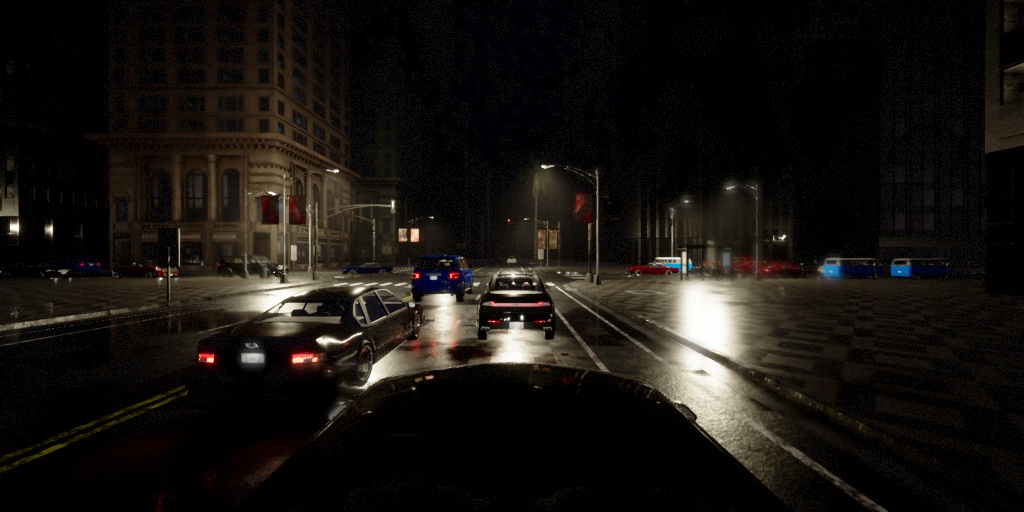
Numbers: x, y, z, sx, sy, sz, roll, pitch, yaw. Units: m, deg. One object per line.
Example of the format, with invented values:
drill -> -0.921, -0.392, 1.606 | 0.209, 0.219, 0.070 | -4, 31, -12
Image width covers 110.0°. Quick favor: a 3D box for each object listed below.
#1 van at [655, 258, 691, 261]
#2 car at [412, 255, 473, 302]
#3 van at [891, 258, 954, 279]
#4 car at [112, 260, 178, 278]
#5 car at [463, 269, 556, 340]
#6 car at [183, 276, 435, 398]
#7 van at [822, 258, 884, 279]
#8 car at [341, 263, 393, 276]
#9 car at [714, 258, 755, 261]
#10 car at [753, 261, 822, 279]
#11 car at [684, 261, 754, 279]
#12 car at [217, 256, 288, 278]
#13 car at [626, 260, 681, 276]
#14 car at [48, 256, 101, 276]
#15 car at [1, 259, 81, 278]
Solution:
van -> 17.047, 1.064, 38.340 | 3.998, 1.789, 1.690 | 0, 0, 0
car -> -3.159, 0.972, 17.127 | 2.150, 2.045, 5.566 | 0, 0, 0
van -> 34.088, 1.079, 29.830 | 3.998, 1.789, 1.690 | 0, 0, 0
car -> -33.178, 1.138, 32.542 | 4.553, 1.767, 2.097 | 0, 0, 0
car -> 0.087, 1.240, 9.956 | 2.128, 1.511, 4.902 | 0, 0, 0
car -> -3.150, 1.297, 6.886 | 2.033, 1.411, 5.357 | 0, 0, 0
van -> 28.411, 1.081, 29.824 | 3.998, 1.789, 1.690 | 0, 0, 0
car -> -14.702, 1.353, 36.426 | 4.718, 1.301, 1.895 | 0, 0, -33
car -> 23.319, 1.204, 35.679 | 5.008, 1.535, 1.882 | 0, 0, 0
car -> 22.734, 1.326, 29.819 | 4.207, 1.307, 1.802 | 0, 0, 0
car -> 17.056, 1.298, 29.815 | 4.403, 1.370, 2.007 | 0, 0, 0
car -> -23.459, 0.996, 32.493 | 5.566, 2.045, 2.150 | 0, 0, 0
car -> 13.877, 1.334, 35.673 | 4.718, 1.301, 1.895 | 0, 0, 2
car -> -44.645, 1.011, 35.787 | 5.566, 2.045, 2.150 | 0, 0, 0
car -> -43.161, 1.290, 32.590 | 4.902, 1.511, 2.128 | 0, 0, 0
